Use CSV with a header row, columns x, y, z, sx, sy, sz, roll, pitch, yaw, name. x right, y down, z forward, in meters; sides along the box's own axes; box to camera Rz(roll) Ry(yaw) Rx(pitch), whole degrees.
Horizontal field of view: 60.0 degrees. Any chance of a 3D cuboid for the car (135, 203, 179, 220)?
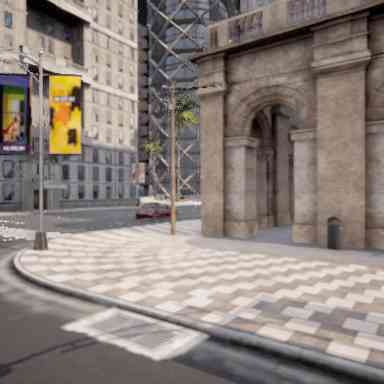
x,y,z,sx,sy,sz,roll,pitch,yaw,name
-3.000,1.631,29.019,1.994,1.385,4.181,0,0,35,car
